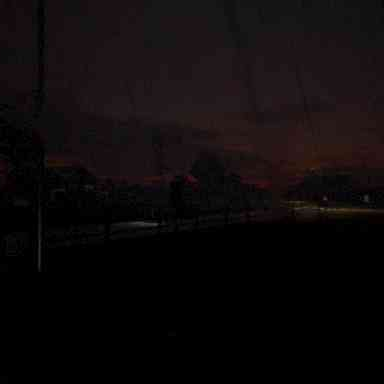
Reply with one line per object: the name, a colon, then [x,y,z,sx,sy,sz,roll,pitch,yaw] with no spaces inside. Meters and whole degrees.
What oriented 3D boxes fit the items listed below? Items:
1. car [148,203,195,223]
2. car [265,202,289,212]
car: [-1.598,1.666,27.610,1.837,1.490,4.892,1,0,35]
car: [12.068,2.137,46.965,1.895,1.301,4.718,1,0,36]
